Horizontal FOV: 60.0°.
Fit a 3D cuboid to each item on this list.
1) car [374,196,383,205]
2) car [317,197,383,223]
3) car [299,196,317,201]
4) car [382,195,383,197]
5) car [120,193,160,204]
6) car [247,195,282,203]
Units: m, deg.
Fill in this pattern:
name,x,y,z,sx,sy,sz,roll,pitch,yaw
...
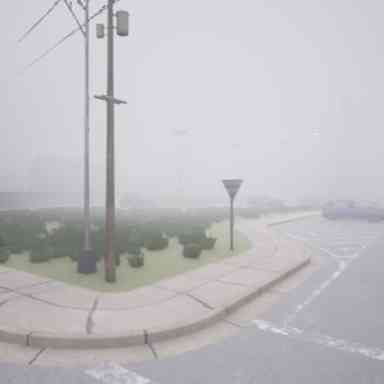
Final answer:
name,x,y,z,sx,sy,sz,roll,pitch,yaw
car,33.779,1.504,57.219,4.193,1.474,1.816,0,0,35
car,12.630,1.479,26.018,4.611,1.667,2.242,0,0,35
car,22.556,1.514,63.620,3.905,1.438,1.784,0,0,35
car,26.513,1.312,45.848,3.866,1.878,1.905,0,0,35
car,-7.315,1.208,44.477,5.566,2.045,2.150,0,0,40
car,9.811,1.303,45.101,4.605,1.855,1.932,0,0,35
